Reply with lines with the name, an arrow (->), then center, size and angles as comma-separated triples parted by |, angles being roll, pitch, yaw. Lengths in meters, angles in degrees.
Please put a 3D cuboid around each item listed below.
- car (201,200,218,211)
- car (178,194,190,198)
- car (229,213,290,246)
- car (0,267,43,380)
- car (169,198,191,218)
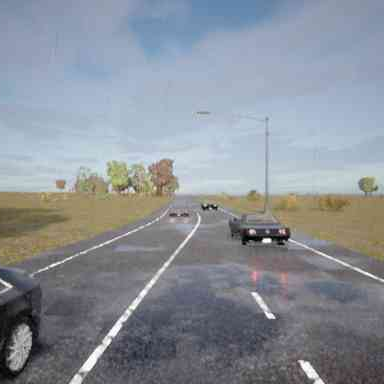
car -> 2.141, 1.679, 42.380 | 1.895, 1.301, 4.718 | 0, 0, -2
car -> -1.948, 1.576, 62.930 | 2.033, 1.411, 5.357 | 0, 0, -2
car -> 2.911, 1.629, 15.408 | 1.895, 1.301, 4.718 | 0, 0, -2
car -> -3.089, 1.512, 2.742 | 1.837, 1.490, 4.892 | 0, 0, 3
car -> -1.127, 1.603, 31.468 | 2.033, 1.411, 5.357 | 0, 0, 0
